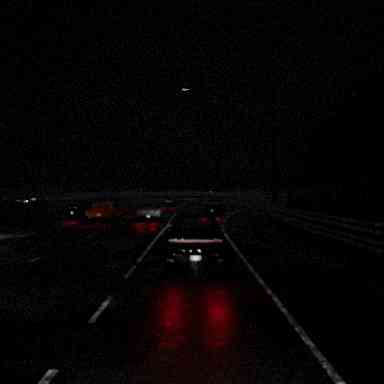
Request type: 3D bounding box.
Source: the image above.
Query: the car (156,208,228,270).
[{"bbox_3d":[0.113,1.509,11.109,2.128,1.511,4.902,0,0,0],"label":"car"}]

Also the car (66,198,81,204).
[{"bbox_3d":[-28.004,2.144,78.620,1.895,1.301,4.718,0,-1,0],"label":"car"}]

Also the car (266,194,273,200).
[{"bbox_3d":[20.425,1.572,87.188,1.882,1.535,5.008,-1,1,17],"label":"car"}]

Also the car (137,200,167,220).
[{"bbox_3d":[-3.501,1.645,28.863,1.895,1.301,4.718,0,0,0],"label":"car"}]

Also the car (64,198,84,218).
[{"bbox_3d":[-10.402,1.554,31.232,1.837,1.490,4.892,0,0,0],"label":"car"}]

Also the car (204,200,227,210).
[{"bbox_3d":[2.342,1.580,33.524,1.812,1.442,4.674,0,0,12],"label":"car"}]

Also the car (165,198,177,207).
[{"bbox_3d":[-3.502,1.676,54.133,2.128,1.511,4.902,0,-1,0],"label":"car"}]

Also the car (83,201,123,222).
[{"bbox_3d":[-6.900,1.519,27.035,1.882,1.535,5.008,0,0,0],"label":"car"}]

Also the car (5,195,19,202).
[{"bbox_3d":[-41.529,1.523,76.726,2.097,1.767,4.553,1,0,-16],"label":"car"}]
